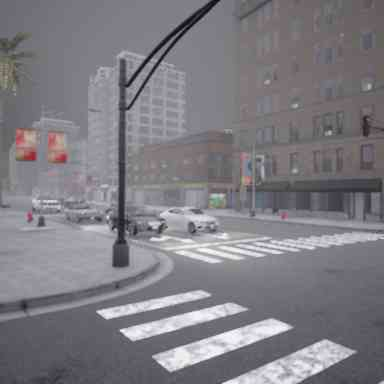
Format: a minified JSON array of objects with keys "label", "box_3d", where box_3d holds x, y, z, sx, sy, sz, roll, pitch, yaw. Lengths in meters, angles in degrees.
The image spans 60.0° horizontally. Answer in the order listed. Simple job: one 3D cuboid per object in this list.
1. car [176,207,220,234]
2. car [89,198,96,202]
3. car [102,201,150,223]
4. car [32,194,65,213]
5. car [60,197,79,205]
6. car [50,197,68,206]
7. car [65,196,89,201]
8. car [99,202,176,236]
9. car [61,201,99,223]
[{"label":"car","box_3d":[-0.271,1.648,20.631,1.812,1.442,4.674,1,0,-37]},{"label":"car","box_3d":[-18.041,1.737,56.668,1.895,1.301,4.718,1,0,-36]},{"label":"car","box_3d":[-5.708,1.599,28.135,2.128,1.511,4.902,1,0,-36]},{"label":"car","box_3d":[-16.479,1.269,37.534,2.150,2.045,5.566,1,0,-36]},{"label":"car","box_3d":[-23.941,1.666,64.845,2.033,1.411,5.357,1,0,-36]},{"label":"car","box_3d":[-23.605,1.595,58.834,1.837,1.490,4.892,1,0,-36]},{"label":"car","box_3d":[-17.931,1.458,50.972,2.097,1.767,4.553,1,0,-36]},{"label":"car","box_3d":[-3.329,1.576,19.290,2.128,1.511,4.902,1,0,-36]},{"label":"car","box_3d":[-8.752,1.670,26.809,1.895,1.301,4.718,1,0,-36]}]
